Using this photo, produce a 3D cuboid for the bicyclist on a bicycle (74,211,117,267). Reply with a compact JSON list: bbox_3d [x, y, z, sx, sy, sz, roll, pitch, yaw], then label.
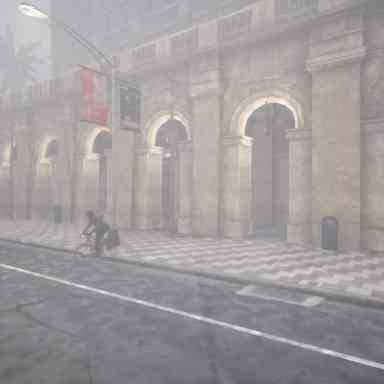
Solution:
[{"bbox_3d":[-2.953,1.387,10.229,0.582,1.620,1.656,0,4,36],"label":"bicyclist on a bicycle"}]
